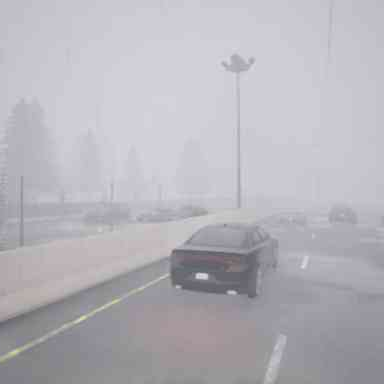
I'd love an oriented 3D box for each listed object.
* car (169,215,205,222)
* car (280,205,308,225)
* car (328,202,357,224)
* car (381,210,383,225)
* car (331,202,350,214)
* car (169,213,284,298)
[{"bbox_3d":[-0.286,1.706,24.734,2.128,1.511,4.902,-1,-1,22],"label":"car"},{"bbox_3d":[7.861,1.705,25.730,1.812,1.442,4.674,-1,-1,22],"label":"car"},{"bbox_3d":[11.928,1.728,26.487,1.994,1.385,4.181,-1,-1,23],"label":"car"},{"bbox_3d":[13.966,1.594,22.150,1.882,1.535,5.008,-1,0,22],"label":"car"},{"bbox_3d":[17.664,1.846,39.481,1.895,1.301,4.718,-1,-1,26],"label":"car"},{"bbox_3d":[1.124,1.549,8.942,1.882,1.535,5.008,-1,-1,22],"label":"car"}]
